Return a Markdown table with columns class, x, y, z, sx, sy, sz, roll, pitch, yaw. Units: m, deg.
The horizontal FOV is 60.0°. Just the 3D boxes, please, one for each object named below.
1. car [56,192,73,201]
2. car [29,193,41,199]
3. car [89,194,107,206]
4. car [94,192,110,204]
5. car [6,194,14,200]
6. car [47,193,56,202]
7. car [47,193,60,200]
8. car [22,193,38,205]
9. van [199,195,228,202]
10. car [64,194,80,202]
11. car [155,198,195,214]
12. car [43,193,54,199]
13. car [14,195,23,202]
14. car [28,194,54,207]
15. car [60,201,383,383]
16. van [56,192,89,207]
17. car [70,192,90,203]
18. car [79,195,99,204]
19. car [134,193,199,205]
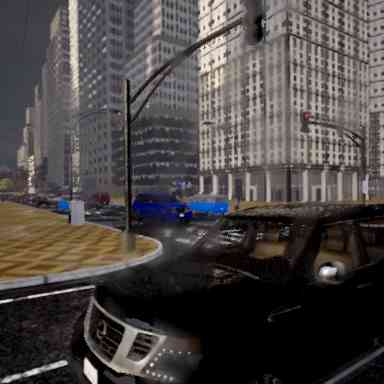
| class | x | y | z | sx | sy | sz | roll | pitch | yaw |
| --- | --- | --- | --- | --- | --- | --- | --- | --- | --- |
| car | -26.662 | 0.849 | 69.603 | 2.192 | 1.841 | 5.009 | -1 | 1 | -34 |
| car | -39.764 | 0.989 | 84.140 | 2.128 | 1.511 | 4.902 | -1 | 1 | -34 |
| car | -11.790 | 1.329 | 37.334 | 2.033 | 1.411 | 5.357 | -1 | 1 | -34 |
| car | -14.234 | 0.960 | 51.260 | 2.192 | 1.841 | 5.009 | -1 | 1 | -34 |
| car | -42.920 | 1.138 | 78.663 | 1.802 | 1.307 | 4.206 | -1 | 1 | -34 |
| car | -20.969 | 1.100 | 51.051 | 1.895 | 1.301 | 4.718 | -1 | 1 | -34 |
| car | -32.875 | 1.029 | 78.777 | 2.008 | 1.369 | 4.403 | -1 | 1 | -34 |
| car | -24.277 | 1.274 | 51.147 | 2.008 | 1.369 | 4.403 | -1 | 1 | -34 |
| van | 1.394 | 1.120 | 28.399 | 1.690 | 1.788 | 3.998 | -1 | 1 | -34 |
| car | -23.554 | 1.128 | 65.020 | 1.947 | 1.339 | 4.313 | -1 | 1 | -34 |
| car | -1.786 | 1.298 | 32.935 | 1.887 | 1.381 | 4.507 | -1 | 1 | -34 |
| car | -36.078 | 0.975 | 83.503 | 1.752 | 1.417 | 4.829 | -1 | 1 | -34 |
| car | -30.491 | 1.250 | 60.320 | 1.802 | 1.307 | 4.206 | -1 | 1 | -34 |
| car | -21.170 | 1.317 | 46.562 | 1.947 | 1.339 | 4.313 | -1 | 1 | -34 |
| car | 1.357 | 1.217 | 4.532 | 5.566 | 2.045 | 2.150 | 0 | 0 | -36 |
| van | -11.849 | 1.174 | 32.803 | 1.690 | 1.788 | 3.998 | -1 | 1 | -34 |
| car | -20.448 | 0.905 | 60.432 | 2.192 | 1.841 | 5.009 | -1 | 1 | -34 |
| car | -17.340 | 1.162 | 55.847 | 1.887 | 1.381 | 4.507 | -1 | 1 | -34 |
| car | -2.191 | 1.086 | 23.153 | 2.150 | 2.045 | 5.566 | -1 | 1 | -34 |
